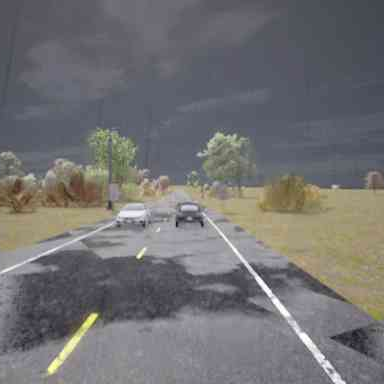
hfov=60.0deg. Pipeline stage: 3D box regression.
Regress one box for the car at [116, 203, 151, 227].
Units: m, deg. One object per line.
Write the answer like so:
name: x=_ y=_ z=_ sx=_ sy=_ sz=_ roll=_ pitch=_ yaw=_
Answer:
car: x=-3.835 y=1.497 z=22.419 sx=1.812 sy=1.442 sz=4.674 roll=0 pitch=0 yaw=-1

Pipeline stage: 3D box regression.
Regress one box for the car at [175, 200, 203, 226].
car: x=-0.199 y=1.494 z=23.071 sx=1.812 sy=1.442 sz=4.674 roll=0 pitch=0 yaw=-1
